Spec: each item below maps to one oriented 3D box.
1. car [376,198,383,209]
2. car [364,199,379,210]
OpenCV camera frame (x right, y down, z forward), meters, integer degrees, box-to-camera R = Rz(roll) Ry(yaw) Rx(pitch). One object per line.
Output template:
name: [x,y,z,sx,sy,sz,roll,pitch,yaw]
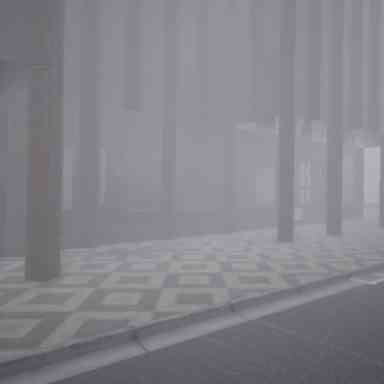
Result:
car: [26.754,1.542,43.409,2.008,1.369,4.403,1,-1,-36]
car: [19.872,1.414,38.379,1.887,1.381,4.507,1,-1,-36]
